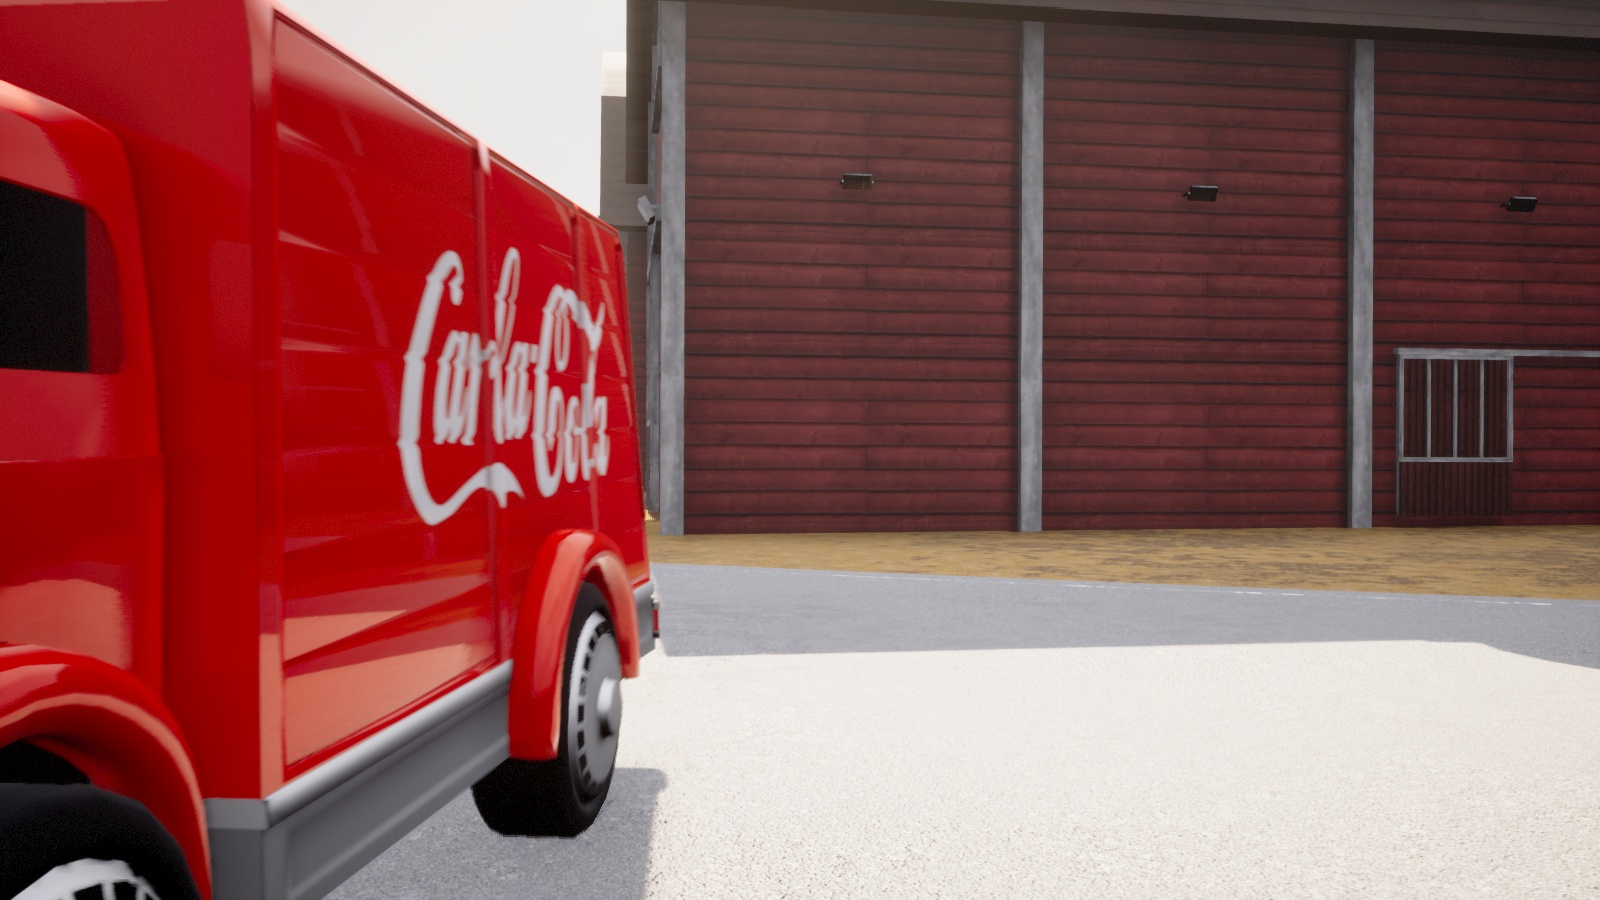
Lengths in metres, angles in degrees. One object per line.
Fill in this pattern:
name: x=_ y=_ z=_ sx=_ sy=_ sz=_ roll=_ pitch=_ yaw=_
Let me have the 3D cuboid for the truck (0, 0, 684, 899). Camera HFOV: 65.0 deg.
truck: x=-2.089 y=0.195 z=3.446 sx=2.627 sy=2.467 sz=5.204 roll=0 pitch=2 yaw=5
